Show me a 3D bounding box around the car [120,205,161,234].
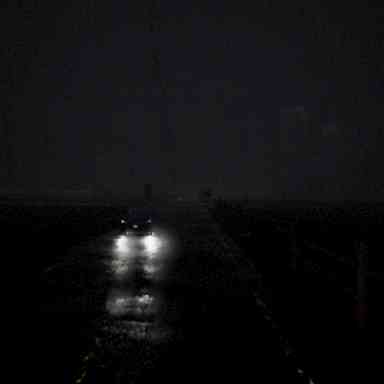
[{"bbox_3d":[-2.855,1.471,19.110,1.812,1.442,4.674,0,0,0],"label":"car"}]
